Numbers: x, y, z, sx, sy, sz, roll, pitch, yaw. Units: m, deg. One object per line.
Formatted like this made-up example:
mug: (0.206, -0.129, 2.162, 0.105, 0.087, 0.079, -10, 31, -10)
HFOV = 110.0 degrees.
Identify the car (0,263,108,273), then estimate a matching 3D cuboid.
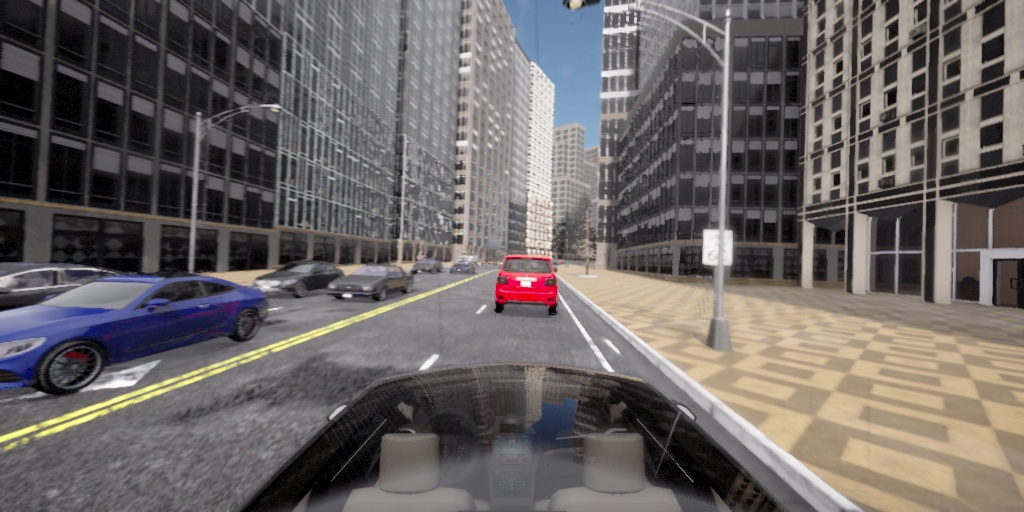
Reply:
car: (-9.689, 0.895, 6.893, 2.128, 1.511, 4.902, 2, 0, 3)

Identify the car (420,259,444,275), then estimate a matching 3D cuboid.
car: (-8.022, 0.986, 34.569, 2.033, 1.411, 5.357, 2, 0, 4)

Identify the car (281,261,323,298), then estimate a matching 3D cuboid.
car: (-9.159, 0.942, 15.916, 1.812, 1.442, 4.674, 2, 0, 3)

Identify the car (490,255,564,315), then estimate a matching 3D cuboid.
car: (0.608, 0.989, 14.107, 2.150, 2.045, 5.566, 2, 0, 3)

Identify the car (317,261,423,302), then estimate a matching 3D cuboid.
car: (-5.909, 1.078, 15.892, 2.033, 1.411, 5.357, 2, 0, 4)

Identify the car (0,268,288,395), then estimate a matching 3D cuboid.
car: (-6.471, 1.044, 6.280, 1.812, 1.442, 4.674, 2, 0, 3)

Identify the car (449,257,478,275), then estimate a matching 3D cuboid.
car: (-4.735, 1.119, 35.062, 1.994, 1.385, 4.181, 2, 0, 4)

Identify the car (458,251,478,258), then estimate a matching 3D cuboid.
car: (-6.446, 0.349, 52.826, 2.150, 2.045, 5.566, 2, 0, 7)

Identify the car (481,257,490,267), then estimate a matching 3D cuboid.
car: (-3.228, 0.788, 52.470, 1.994, 1.385, 4.181, 2, 0, 7)
